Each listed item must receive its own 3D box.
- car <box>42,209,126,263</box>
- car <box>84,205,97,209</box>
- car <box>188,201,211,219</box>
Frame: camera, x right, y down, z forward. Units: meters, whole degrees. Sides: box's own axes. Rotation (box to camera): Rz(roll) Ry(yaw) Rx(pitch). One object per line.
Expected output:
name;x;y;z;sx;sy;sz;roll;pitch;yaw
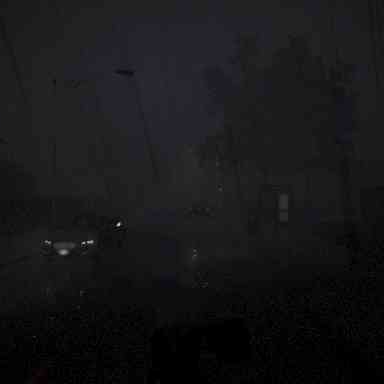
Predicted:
car;-3.833;1.599;12.599;2.128;1.511;4.902;0;-1;2
car;-12.185;1.633;33.094;5.357;1.415;2.033;0;0;4
car;0.716;1.625;31.972;2.097;1.767;4.553;0;0;2
